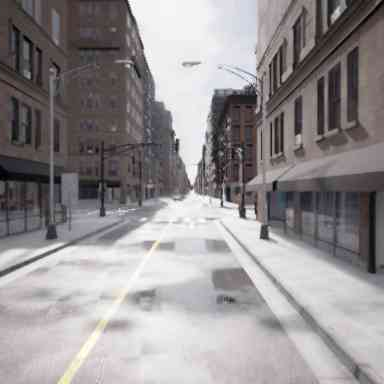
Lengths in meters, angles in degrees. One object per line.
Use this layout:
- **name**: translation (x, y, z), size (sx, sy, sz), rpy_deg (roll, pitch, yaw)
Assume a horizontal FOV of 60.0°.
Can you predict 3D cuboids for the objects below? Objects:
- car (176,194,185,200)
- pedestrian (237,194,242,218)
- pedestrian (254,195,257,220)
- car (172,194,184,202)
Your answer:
- **car**: translation (-2.928, 1.188, 84.138), size (1.994, 1.385, 4.181), rpy_deg (0, 0, 0)
- **pedestrian**: translation (3.636, 1.046, 25.362), size (0.375, 1.860, 0.375), rpy_deg (0, 0, 0)
- **pedestrian**: translation (4.636, 1.097, 24.162), size (0.375, 1.860, 0.375), rpy_deg (0, 0, 0)
- **car**: translation (-2.967, 1.255, 67.829), size (2.033, 1.411, 5.357), rpy_deg (0, 0, 0)
